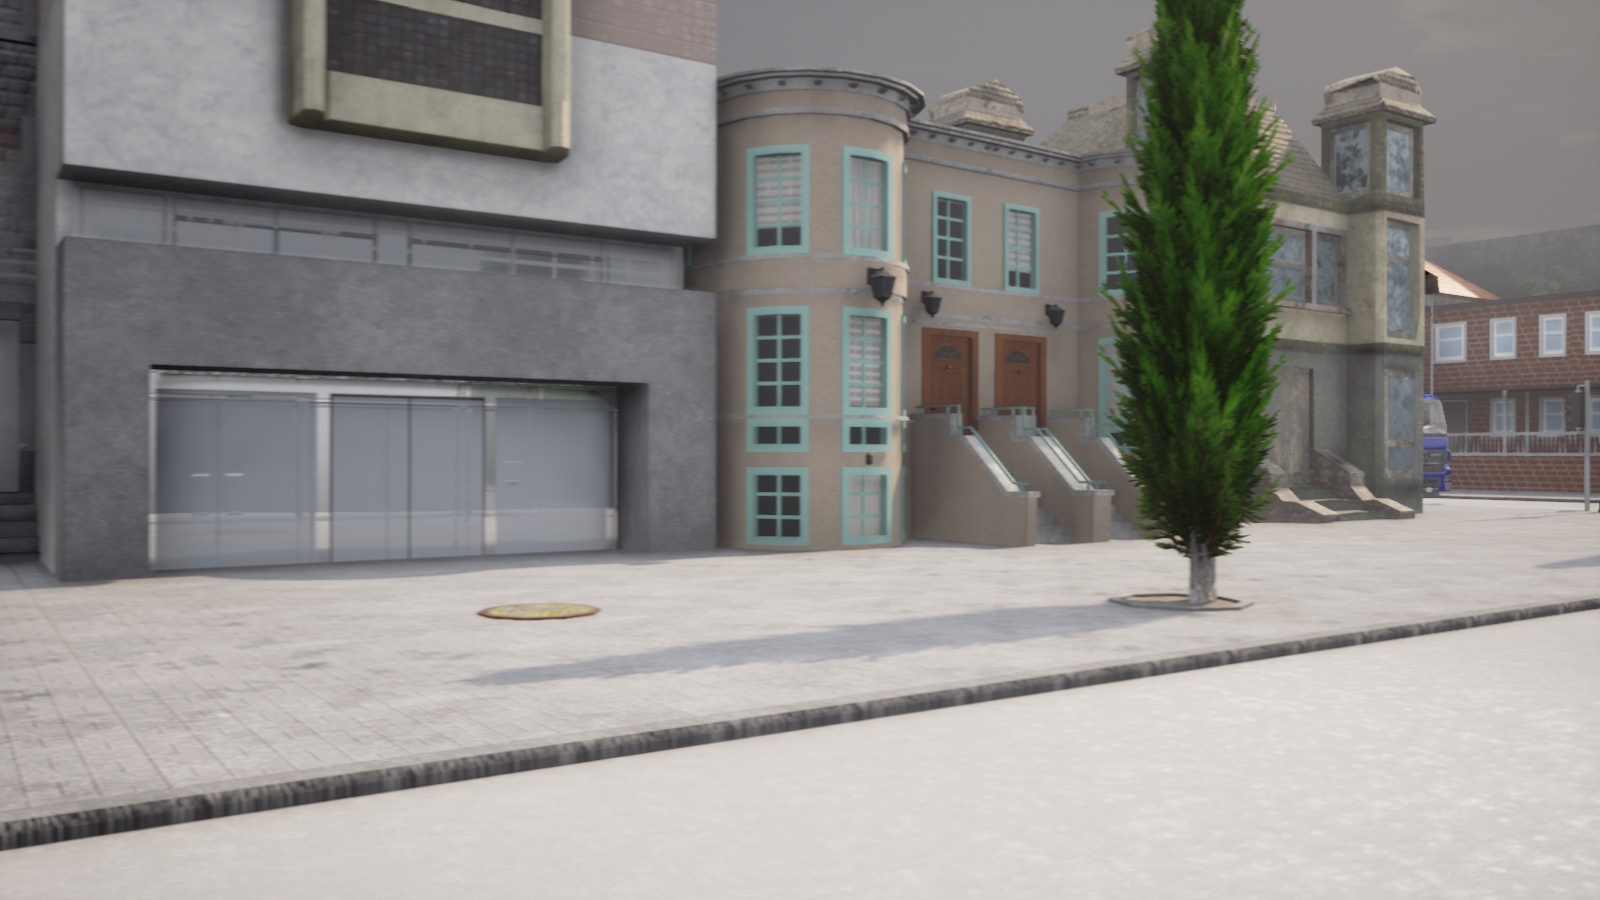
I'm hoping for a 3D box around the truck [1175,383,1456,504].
[{"bbox_3d":[16.054,-0.173,39.789,2.891,3.462,7.936,0,0,-34],"label":"truck"}]

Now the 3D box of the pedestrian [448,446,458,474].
[{"bbox_3d":[-24.165,0.719,87.453,0.396,1.930,0.692,0,0,-36],"label":"pedestrian"}]
